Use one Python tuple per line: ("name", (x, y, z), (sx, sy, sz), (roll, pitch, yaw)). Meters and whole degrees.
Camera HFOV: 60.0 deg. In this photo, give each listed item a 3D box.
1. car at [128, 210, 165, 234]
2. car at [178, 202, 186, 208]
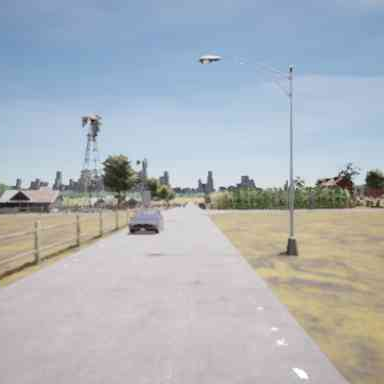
("car", (-2.836, 1.869, 21.894), (2.033, 1.411, 5.357), (0, -1, 0))
("car", (-2.703, 3.517, 90.192), (2.128, 1.511, 4.902), (0, -2, 0))
